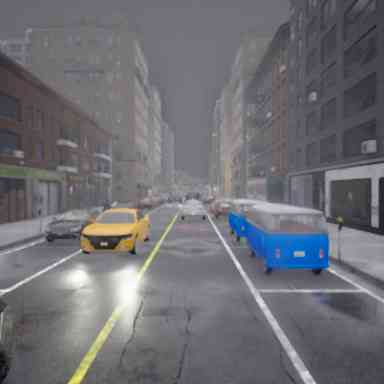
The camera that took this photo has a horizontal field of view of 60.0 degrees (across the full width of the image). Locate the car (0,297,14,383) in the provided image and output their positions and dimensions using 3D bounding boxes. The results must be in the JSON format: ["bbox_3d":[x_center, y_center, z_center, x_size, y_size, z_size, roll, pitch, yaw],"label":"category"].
[{"bbox_3d":[-2.850,1.496,1.688,1.837,1.490,4.892,0,0,0],"label":"car"}]

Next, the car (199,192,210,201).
[{"bbox_3d":[2.705,0.898,72.534,2.192,1.841,5.009,0,0,0],"label":"car"}]

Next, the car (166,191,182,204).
[{"bbox_3d":[-2.766,0.905,55.049,2.150,2.045,5.566,0,0,1],"label":"car"}]

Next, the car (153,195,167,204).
[{"bbox_3d":[-5.337,1.247,55.497,1.947,1.339,4.313,0,0,0],"label":"car"}]

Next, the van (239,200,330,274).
[{"bbox_3d":[2.645,1.285,10.030,1.690,1.788,3.998,0,0,0],"label":"van"}]

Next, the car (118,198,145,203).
[{"bbox_3d":[-5.364,1.411,27.085,1.947,1.339,4.313,0,0,0],"label":"car"}]

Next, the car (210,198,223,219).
[{"bbox_3d":[2.661,1.429,27.078,1.802,1.307,4.206,0,0,0],"label":"car"}]

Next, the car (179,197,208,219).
[{"bbox_3d":[0.105,1.371,27.060,1.812,1.442,4.674,0,1,0],"label":"car"}]

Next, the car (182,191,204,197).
[{"bbox_3d":[0.123,0.971,44.199,2.150,2.045,5.566,0,1,0],"label":"car"}]

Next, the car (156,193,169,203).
[{"bbox_3d":[-5.331,1.088,61.178,1.967,1.590,4.097,0,0,0],"label":"car"}]

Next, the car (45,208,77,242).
[{"bbox_3d":[-5.375,1.461,15.721,2.008,1.369,4.403,0,0,0],"label":"car"}]

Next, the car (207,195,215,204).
[{"bbox_3d":[2.667,1.339,32.930,1.752,1.417,4.829,0,0,0],"label":"car"}]

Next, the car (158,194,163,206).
[{"bbox_3d":[-5.348,1.298,44.132,2.008,1.369,4.403,0,0,0],"label":"car"}]

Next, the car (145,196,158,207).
[{"bbox_3d":[-5.353,1.324,38.450,1.887,1.381,4.507,0,0,0],"label":"car"}]

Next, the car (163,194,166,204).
[{"bbox_3d":[-5.342,1.259,49.815,1.887,1.381,4.507,0,0,0],"label":"car"}]

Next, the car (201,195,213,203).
[{"bbox_3d":[2.694,1.194,61.172,1.887,1.381,4.507,0,0,0],"label":"car"}]

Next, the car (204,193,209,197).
[{"bbox_3d":[2.683,1.260,49.807,1.887,1.381,4.507,0,0,0],"label":"car"}]

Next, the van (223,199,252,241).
[{"bbox_3d":[2.650,1.253,15.713,1.690,1.788,3.998,0,0,0],"label":"van"}]

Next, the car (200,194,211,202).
[{"bbox_3d":[2.699,1.167,66.854,2.008,1.369,4.403,0,0,0],"label":"car"}]

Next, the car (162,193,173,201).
[{"bbox_3d":[-5.320,1.021,72.542,1.967,1.590,4.097,0,0,0],"label":"car"}]

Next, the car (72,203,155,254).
[{"bbox_3d":[-2.828,1.402,13.258,1.882,1.535,5.008,0,0,0],"label":"car"}]
